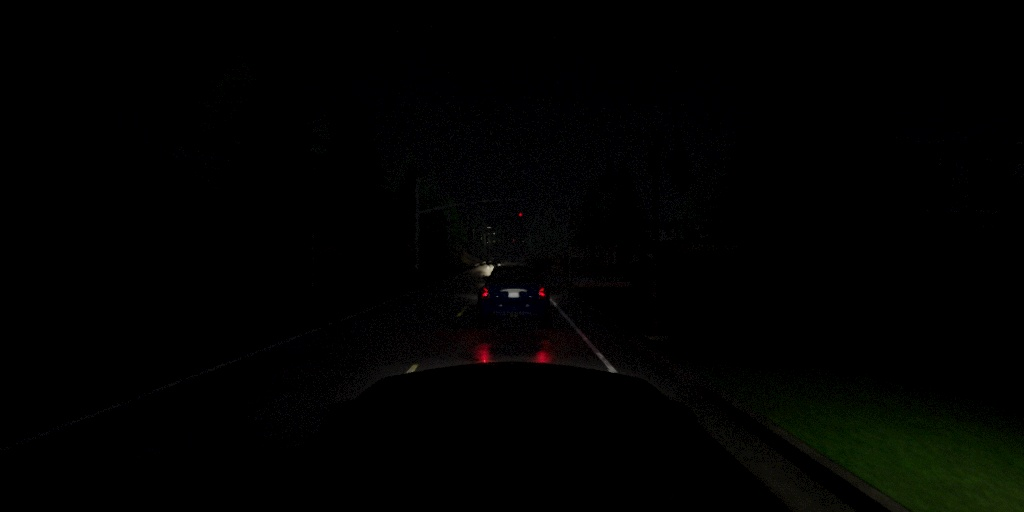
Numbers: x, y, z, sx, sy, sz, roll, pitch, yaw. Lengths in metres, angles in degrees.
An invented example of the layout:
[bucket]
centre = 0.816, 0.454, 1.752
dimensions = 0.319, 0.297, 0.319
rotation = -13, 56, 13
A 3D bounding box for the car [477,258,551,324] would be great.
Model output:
[car]
centre = 0.061, 1.069, 11.961
dimensions = 2.097, 1.767, 4.553
rotation = 0, 0, 0
